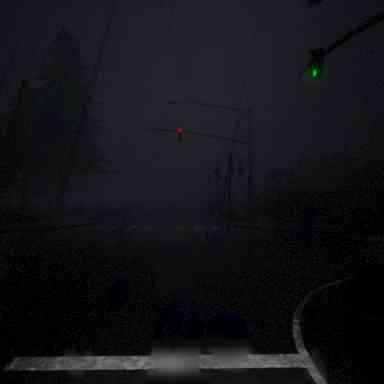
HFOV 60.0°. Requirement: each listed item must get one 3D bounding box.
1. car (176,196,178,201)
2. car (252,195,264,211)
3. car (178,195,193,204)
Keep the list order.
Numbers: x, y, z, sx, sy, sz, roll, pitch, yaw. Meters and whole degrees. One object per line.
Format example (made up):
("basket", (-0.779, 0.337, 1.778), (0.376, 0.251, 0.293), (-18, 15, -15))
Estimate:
("car", (-2.202, 1.327, 71.061), (1.812, 1.442, 4.674), (0, 0, -13))
("car", (8.866, 1.144, 36.257), (4.605, 1.855, 1.932), (0, 0, -1))
("car", (-0.909, 1.518, 60.877), (2.033, 1.411, 5.357), (0, 0, -7))
